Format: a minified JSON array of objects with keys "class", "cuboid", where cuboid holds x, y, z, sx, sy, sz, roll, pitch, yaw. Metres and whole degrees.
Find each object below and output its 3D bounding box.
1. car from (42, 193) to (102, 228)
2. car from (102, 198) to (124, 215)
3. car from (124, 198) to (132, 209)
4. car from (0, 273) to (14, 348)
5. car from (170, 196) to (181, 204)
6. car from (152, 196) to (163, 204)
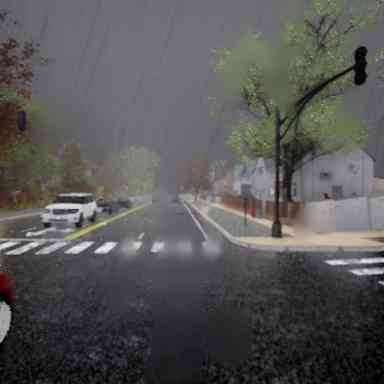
[{"class":"car","cuboid":[-7.740,1.097,21.631,2.150,2.045,5.566,1,0,-3]},{"class":"car","cuboid":[-8.227,1.345,31.655,2.128,1.511,4.902,1,0,-3]},{"class":"car","cuboid":[-8.704,1.399,41.695,1.994,1.385,4.181,1,0,-3]},{"class":"car","cuboid":[-3.383,1.393,2.734,1.882,1.535,5.008,0,2,-3]},{"class":"car","cuboid":[-3.044,1.422,60.976,2.033,1.411,5.357,1,0,-3]},{"class":"car","cuboid":[-6.286,1.388,60.915,2.033,1.411,5.357,1,0,-3]}]
